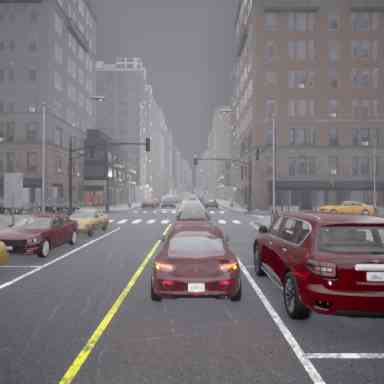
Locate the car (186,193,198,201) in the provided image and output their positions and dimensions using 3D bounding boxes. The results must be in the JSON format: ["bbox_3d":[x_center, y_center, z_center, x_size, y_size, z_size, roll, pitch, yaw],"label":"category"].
[{"bbox_3d":[0.044,1.566,85.243,2.033,1.411,5.357,0,0,0],"label":"car"}]

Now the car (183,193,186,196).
[{"bbox_3d":[-2.962,1.520,74.268,1.837,1.490,4.892,0,0,0],"label":"car"}]

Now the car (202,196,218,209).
[{"bbox_3d":[2.699,1.591,45.508,1.802,1.307,4.206,1,0,0],"label":"car"}]

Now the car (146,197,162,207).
[{"bbox_3d":[-5.824,1.555,51.195,1.887,1.381,4.507,1,0,0],"label":"car"}]

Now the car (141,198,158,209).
[{"bbox_3d":[-5.827,1.553,45.522,1.887,1.381,4.507,1,0,0],"label":"car"}]

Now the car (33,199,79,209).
[{"bbox_3d":[-13.652,1.400,32.795,4.902,1.511,2.128,1,0,-1],"label":"car"}]

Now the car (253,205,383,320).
[{"bbox_3d":[2.683,1.316,7.240,2.192,1.841,5.009,1,0,0],"label":"car"}]

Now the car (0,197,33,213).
[{"bbox_3d":[-17.245,1.197,29.697,4.553,1.767,2.097,1,-1,0],"label":"car"}]

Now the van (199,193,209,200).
[{"bbox_3d":[2.710,1.355,62.529,1.690,1.788,3.998,1,0,0],"label":"van"}]

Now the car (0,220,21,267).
[{"bbox_3d":[-5.845,1.526,7.083,1.752,1.417,4.829,1,0,0],"label":"car"}]

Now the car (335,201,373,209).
[{"bbox_3d":[15.141,1.640,32.697,5.008,1.535,1.882,0,-1,1],"label":"car"}]

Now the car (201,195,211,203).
[{"bbox_3d":[2.702,1.592,51.182,1.802,1.307,4.206,1,0,0],"label":"car"}]

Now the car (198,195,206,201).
[{"bbox_3d":[2.721,1.595,90.895,1.947,1.339,4.313,1,0,0],"label":"car"}]

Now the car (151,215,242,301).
[{"bbox_3d":[0.090,1.527,8.197,1.812,1.442,4.674,0,0,0],"label":"car"}]

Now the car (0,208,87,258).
[{"bbox_3d":[-5.843,1.547,12.877,1.887,1.381,4.507,1,0,0],"label":"car"}]

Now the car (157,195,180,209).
[{"bbox_3d":[-3.076,1.556,45.052,2.033,1.411,5.357,0,0,0],"label":"car"}]

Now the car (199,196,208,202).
[{"bbox_3d":[2.716,1.604,79.548,1.802,1.307,4.206,1,0,0],"label":"car"}]

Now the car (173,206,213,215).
[{"bbox_3d":[0.072,1.604,17.375,1.895,1.301,4.718,0,0,0],"label":"car"}]

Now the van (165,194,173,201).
[{"bbox_3d":[-5.805,1.367,85.232,1.690,1.788,3.998,1,0,0],"label":"van"}]

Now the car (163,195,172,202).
[{"bbox_3d":[-5.808,1.462,79.559,1.967,1.590,4.097,1,0,0],"label":"car"}]

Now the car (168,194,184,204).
[{"bbox_3d":[-3.037,1.561,60.914,2.033,1.411,5.357,0,0,0],"label":"car"}]

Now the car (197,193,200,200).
[{"bbox_3d":[2.713,1.331,68.202,2.192,1.841,5.009,1,0,0],"label":"car"}]

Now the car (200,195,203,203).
[{"bbox_3d":[2.704,1.594,56.855,1.802,1.307,4.206,1,0,0],"label":"car"}]

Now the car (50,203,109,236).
[{"bbox_3d":[-5.840,1.528,18.332,1.752,1.417,4.829,1,0,0],"label":"car"}]

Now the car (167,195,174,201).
[{"bbox_3d":[-5.804,1.611,90.904,1.802,1.307,4.206,1,0,0],"label":"car"}]
